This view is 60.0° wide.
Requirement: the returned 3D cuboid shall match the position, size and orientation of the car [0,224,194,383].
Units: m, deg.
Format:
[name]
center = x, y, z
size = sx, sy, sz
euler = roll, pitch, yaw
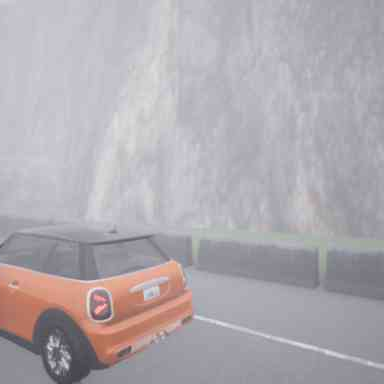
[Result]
[car]
center = -2.259, 1.339, 5.598
size = 4.553, 1.767, 2.097
euler = 0, 0, 36
